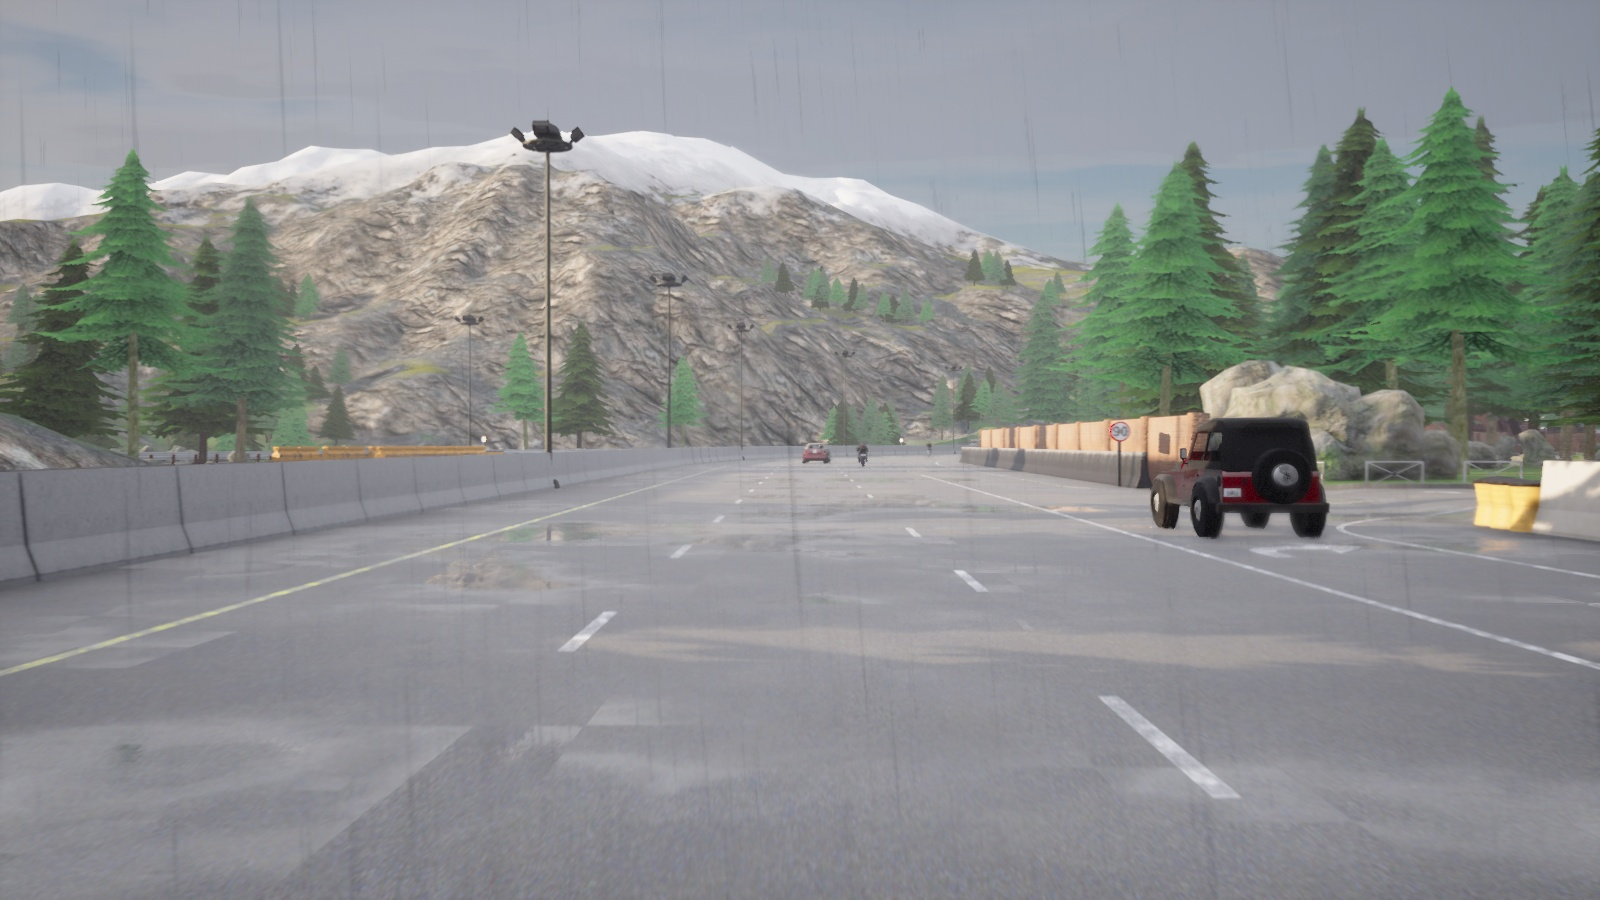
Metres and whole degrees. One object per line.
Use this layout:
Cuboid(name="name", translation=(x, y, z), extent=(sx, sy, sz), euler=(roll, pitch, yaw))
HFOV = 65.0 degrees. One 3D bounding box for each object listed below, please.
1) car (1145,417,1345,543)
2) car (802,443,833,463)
Cuboid(name="car", translation=(7.133, 0.432, 20.565), extent=(1.905, 1.878, 3.866), euler=(0, 0, 0))
Cuboid(name="car", translation=(1.286, 0.191, 92.576), extent=(1.970, 1.475, 3.806), euler=(0, 0, 6))
